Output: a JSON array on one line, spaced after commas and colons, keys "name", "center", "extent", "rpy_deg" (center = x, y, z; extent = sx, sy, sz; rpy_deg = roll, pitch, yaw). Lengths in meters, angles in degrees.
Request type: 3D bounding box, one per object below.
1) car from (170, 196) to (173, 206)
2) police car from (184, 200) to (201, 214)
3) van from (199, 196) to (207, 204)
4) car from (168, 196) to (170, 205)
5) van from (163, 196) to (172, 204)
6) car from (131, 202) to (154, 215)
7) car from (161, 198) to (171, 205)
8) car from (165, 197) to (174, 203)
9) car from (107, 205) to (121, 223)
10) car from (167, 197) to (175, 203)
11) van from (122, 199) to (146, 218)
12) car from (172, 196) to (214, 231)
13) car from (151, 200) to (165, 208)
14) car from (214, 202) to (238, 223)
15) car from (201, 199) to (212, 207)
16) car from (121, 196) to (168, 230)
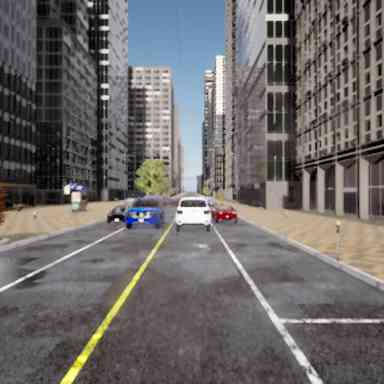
[{"name": "car", "center": [-3.056, 2.004, 62.583], "extent": [1.994, 1.385, 4.181], "rpy_deg": [0, 0, 1]}, {"name": "police car", "center": [0.084, 1.810, 41.383], "extent": [2.038, 1.542, 4.974], "rpy_deg": [0, 0, 0]}, {"name": "van", "center": [2.658, 1.883, 78.420], "extent": [1.690, 1.788, 3.998], "rpy_deg": [0, 0, 0]}, {"name": "car", "center": [-5.715, 1.748, 61.413], "extent": [2.192, 1.841, 5.009], "rpy_deg": [0, 0, 0]}, {"name": "van", "center": [-5.722, 1.883, 78.417], "extent": [1.690, 1.788, 3.998], "rpy_deg": [0, 0, 0]}, {"name": "car", "center": [-5.706, 1.852, 38.738], "extent": [1.947, 1.339, 4.313], "rpy_deg": [0, 0, 0]}, {"name": "car", "center": [-5.720, 2.051, 72.746], "extent": [1.887, 1.381, 4.507], "rpy_deg": [0, 0, 0]}, {"name": "car", "center": [-5.725, 2.017, 84.085], "extent": [1.967, 1.590, 4.097], "rpy_deg": [0, 0, 0]}, {"name": "car", "center": [-5.702, 1.770, 27.401], "extent": [1.947, 1.339, 4.313], "rpy_deg": [0, 0, 0]}, {"name": "car", "center": [-5.727, 2.051, 89.752], "extent": [1.967, 1.590, 4.097], "rpy_deg": [0, 0, 0]}, {"name": "van", "center": [-5.704, 1.587, 33.070], "extent": [1.690, 1.788, 3.998], "rpy_deg": [0, 0, 0]}, {"name": "car", "center": [0.095, 1.386, 22.199], "extent": [2.150, 2.045, 5.566], "rpy_deg": [0, -1, 0]}, {"name": "car", "center": [-5.713, 1.962, 55.743], "extent": [1.947, 1.339, 4.313], "rpy_deg": [0, 0, 0]}, {"name": "car", "center": [2.678, 1.749, 27.404], "extent": [1.887, 1.381, 4.507], "rpy_deg": [0, 0, 0]}, {"name": "car", "center": [2.665, 1.978, 61.415], "extent": [1.887, 1.381, 4.507], "rpy_deg": [0, 0, 0]}, {"name": "car", "center": [-3.108, 1.393, 23.095], "extent": [2.150, 2.045, 5.566], "rpy_deg": [0, 0, 0]}]
